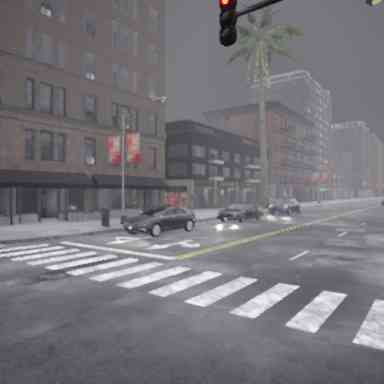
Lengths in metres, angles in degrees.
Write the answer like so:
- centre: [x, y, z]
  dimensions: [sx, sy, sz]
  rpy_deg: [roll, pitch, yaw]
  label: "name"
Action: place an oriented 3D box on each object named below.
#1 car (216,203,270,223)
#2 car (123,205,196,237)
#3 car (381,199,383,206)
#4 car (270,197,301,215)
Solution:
- centre: [3.951, 1.584, 26.379]
  dimensions: [2.033, 1.411, 5.357]
  rpy_deg: [0, 0, 35]
  label: "car"
- centre: [-1.667, 1.525, 18.397]
  dimensions: [1.837, 1.490, 4.892]
  rpy_deg: [0, 0, 35]
  label: "car"
- centre: [33.612, 1.708, 56.901]
  dimensions: [1.994, 1.385, 4.181]
  rpy_deg: [0, 0, 35]
  label: "car"
- centre: [9.596, 1.408, 34.389]
  dimensions: [2.097, 1.767, 4.553]
  rpy_deg: [0, 0, 35]
  label: "car"
